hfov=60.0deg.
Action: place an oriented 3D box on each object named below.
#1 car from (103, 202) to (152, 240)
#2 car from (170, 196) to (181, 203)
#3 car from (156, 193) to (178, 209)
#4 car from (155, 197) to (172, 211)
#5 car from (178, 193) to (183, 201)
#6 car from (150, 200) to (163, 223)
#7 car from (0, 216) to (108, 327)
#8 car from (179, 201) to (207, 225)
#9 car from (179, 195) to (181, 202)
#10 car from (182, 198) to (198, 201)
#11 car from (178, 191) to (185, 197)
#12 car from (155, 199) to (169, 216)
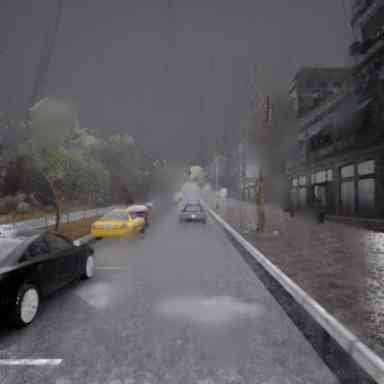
[{"bbox_3d":[-3.643,1.559,17.411,1.946,1.575,5.366,0,0,2],"label":"car"},{"bbox_3d":[-3.643,1.689,74.485,2.002,1.452,4.674,0,0,2],"label":"car"},{"bbox_3d":[-3.646,1.370,43.844,2.435,2.045,5.566,0,0,2],"label":"car"},{"bbox_3d":[-3.648,1.617,34.890,2.097,1.535,5.008,0,0,2],"label":"car"},{"bbox_3d":[-3.637,1.654,68.349,1.946,1.575,5.366,0,1,2],"label":"car"},{"bbox_3d":[-3.649,1.598,23.793,2.097,1.535,5.008,0,0,2],"label":"car"},{"bbox_3d":[-3.652,1.525,7.158,2.097,1.535,5.008,0,0,2],"label":"car"},{"bbox_3d":[0.103,1.650,24.866,1.994,1.385,4.181,0,0,0],"label":"car"},{"bbox_3d":[-3.656,1.708,57.101,2.163,1.488,4.792,-1,0,2],"label":"car"},{"bbox_3d":[0.105,1.683,41.483,2.033,1.411,5.357,0,0,0],"label":"car"},{"bbox_3d":[-3.618,1.323,87.743,2.185,1.767,4.553,2,2,2],"label":"car"},{"bbox_3d":[-3.648,1.618,29.349,2.231,1.521,4.892,0,-1,2],"label":"car"}]
